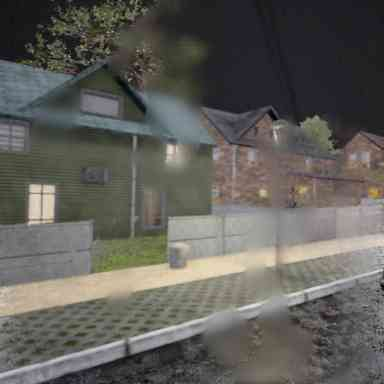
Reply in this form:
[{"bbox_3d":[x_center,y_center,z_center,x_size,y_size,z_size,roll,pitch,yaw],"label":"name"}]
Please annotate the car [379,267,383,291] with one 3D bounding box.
[{"bbox_3d":[6.478,1.569,7.687,5.357,1.411,2.033,0,0,-35],"label":"car"}]
